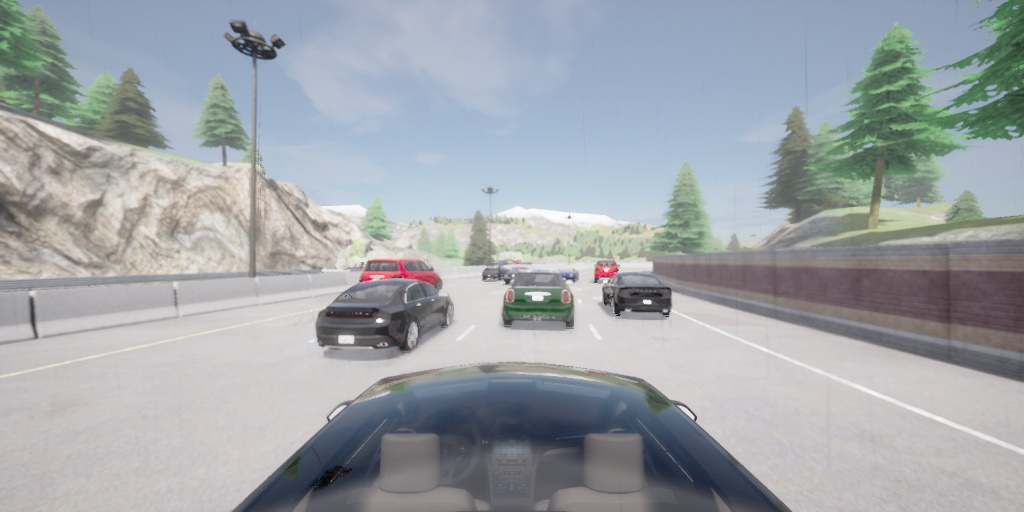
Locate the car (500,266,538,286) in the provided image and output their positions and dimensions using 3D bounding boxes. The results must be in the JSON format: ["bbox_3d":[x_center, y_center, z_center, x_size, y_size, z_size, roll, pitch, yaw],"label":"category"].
[{"bbox_3d":[0.750,1.640,30.275,2.033,1.411,5.357,0,-1,14],"label":"car"}]

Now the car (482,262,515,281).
[{"bbox_3d":[-1.433,1.642,35.440,2.128,1.511,4.902,0,-1,16],"label":"car"}]

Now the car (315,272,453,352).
[{"bbox_3d":[-2.890,1.340,9.182,1.837,1.490,4.892,0,0,6],"label":"car"}]

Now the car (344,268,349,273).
[{"bbox_3d":[-19.874,1.749,47.395,2.128,1.511,4.902,0,-1,18],"label":"car"}]

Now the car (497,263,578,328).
[{"bbox_3d":[0.976,1.228,12.160,2.097,1.767,4.553,0,-1,7],"label":"car"}]

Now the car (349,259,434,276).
[{"bbox_3d":[-5.330,1.154,17.857,2.150,2.045,5.566,0,-1,9],"label":"car"}]

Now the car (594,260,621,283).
[{"bbox_3d":[8.827,1.365,33.230,2.150,2.045,5.566,0,-1,16],"label":"car"}]

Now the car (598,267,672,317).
[{"bbox_3d":[4.752,1.386,14.177,1.882,1.535,5.008,0,-1,7],"label":"car"}]
